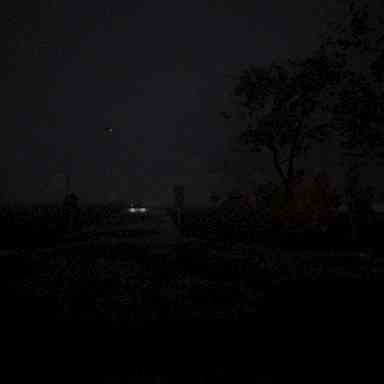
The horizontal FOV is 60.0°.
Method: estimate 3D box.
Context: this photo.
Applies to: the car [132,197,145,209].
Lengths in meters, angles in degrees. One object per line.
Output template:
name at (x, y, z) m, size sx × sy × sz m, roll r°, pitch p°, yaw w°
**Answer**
car at (-9.457, 1.888, 59.117) m, size 2.150 × 2.045 × 5.566 m, roll 0°, pitch -1°, yaw -6°
